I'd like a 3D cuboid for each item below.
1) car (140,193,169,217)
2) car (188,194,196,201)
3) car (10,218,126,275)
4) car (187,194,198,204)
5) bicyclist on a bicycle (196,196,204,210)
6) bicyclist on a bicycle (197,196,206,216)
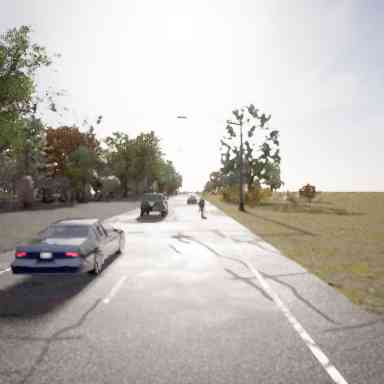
[{"bbox_3d":[-3.409,1.127,30.787,2.150,2.045,5.566,0,0,0],"label":"car"},{"bbox_3d":[-0.018,1.272,75.856,1.837,1.490,4.892,0,0,0],"label":"car"},{"bbox_3d":[-3.410,1.516,10.252,2.033,1.411,5.357,0,0,0],"label":"car"},{"bbox_3d":[0.017,1.367,59.808,2.033,1.411,5.357,0,0,1],"label":"car"},{"bbox_3d":[0.972,1.315,39.780,0.866,1.612,1.509,0,0,0],"label":"bicyclist on a bicycle"},{"bbox_3d":[0.957,1.361,29.899,0.582,1.620,1.656,0,0,0],"label":"bicyclist on a bicycle"}]
